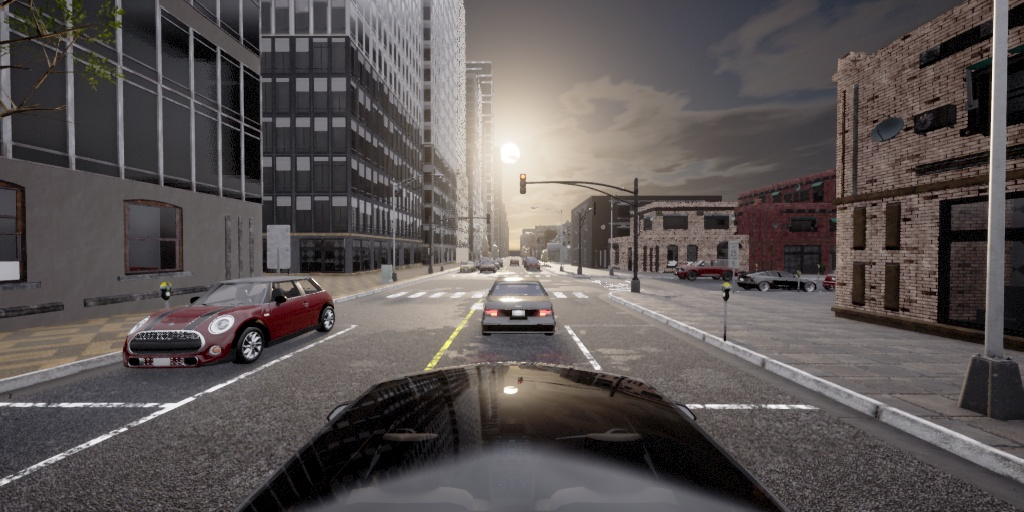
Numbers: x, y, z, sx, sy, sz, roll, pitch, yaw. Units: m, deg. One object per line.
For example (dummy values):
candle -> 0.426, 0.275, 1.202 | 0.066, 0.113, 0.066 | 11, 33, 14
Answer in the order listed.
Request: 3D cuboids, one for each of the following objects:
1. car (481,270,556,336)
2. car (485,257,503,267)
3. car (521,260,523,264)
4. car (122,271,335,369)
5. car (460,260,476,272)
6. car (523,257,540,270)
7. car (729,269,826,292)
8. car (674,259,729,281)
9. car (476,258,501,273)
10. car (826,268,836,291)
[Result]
car -> 0.154, 1.295, 10.363 | 2.033, 1.411, 5.357 | 0, 0, 0
car -> -2.772, 1.285, 53.733 | 2.033, 1.411, 5.357 | 0, 0, 0
car -> 3.072, 1.051, 62.568 | 2.192, 1.841, 5.009 | 0, 0, 0
car -> -5.656, 1.188, 7.797 | 1.967, 1.591, 4.097 | 0, 0, 0
car -> -5.554, 1.265, 45.575 | 1.751, 1.417, 4.829 | 0, 0, 0
car -> 3.000, 1.178, 51.280 | 1.967, 1.591, 4.097 | 0, 0, 0
car -> 16.540, 1.546, 22.533 | 4.313, 1.339, 1.948 | 0, 0, 1
car -> 16.700, 1.163, 30.910 | 5.009, 1.841, 2.192 | 0, 0, 1
car -> -2.833, 1.287, 43.590 | 2.033, 1.411, 5.357 | 0, 0, 0
car -> 22.087, 1.473, 22.426 | 4.097, 1.591, 1.967 | 0, 0, 1
